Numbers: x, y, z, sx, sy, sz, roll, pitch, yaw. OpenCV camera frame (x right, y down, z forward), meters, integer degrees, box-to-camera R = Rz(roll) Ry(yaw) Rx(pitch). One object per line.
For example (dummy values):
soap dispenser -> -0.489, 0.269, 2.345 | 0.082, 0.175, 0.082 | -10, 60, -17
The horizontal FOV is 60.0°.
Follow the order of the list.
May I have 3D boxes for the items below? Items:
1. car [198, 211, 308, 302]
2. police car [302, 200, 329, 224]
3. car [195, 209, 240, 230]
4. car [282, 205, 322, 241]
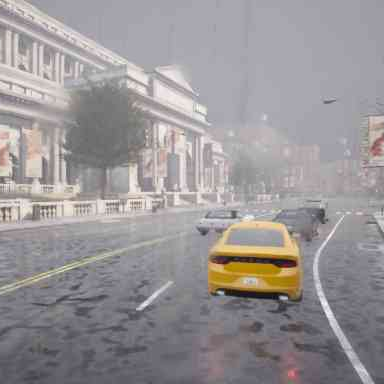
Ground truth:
car -> 1.709, 1.478, 8.472 | 1.882, 1.535, 5.008 | 0, 0, 15
police car -> 9.193, 1.425, 25.118 | 1.930, 1.638, 5.238 | 0, 0, 27
car -> 1.970, 1.601, 18.230 | 1.895, 1.301, 4.718 | 0, 0, 26
car -> 5.179, 1.564, 16.767 | 1.994, 1.385, 4.181 | 0, 0, 26
